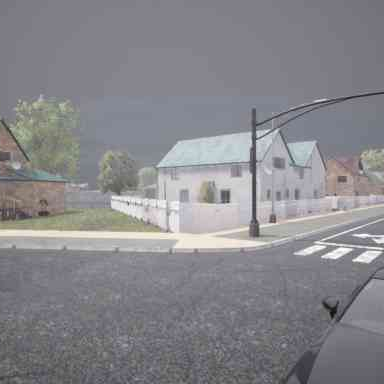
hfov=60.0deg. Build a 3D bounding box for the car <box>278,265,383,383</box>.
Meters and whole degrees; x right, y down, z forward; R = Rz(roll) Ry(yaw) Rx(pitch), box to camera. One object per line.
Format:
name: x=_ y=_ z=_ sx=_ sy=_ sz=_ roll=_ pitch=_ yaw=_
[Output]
car: x=2.512 y=1.524 z=3.380 sx=1.812 sy=1.442 sz=4.674 roll=0 pitch=0 yaw=42
